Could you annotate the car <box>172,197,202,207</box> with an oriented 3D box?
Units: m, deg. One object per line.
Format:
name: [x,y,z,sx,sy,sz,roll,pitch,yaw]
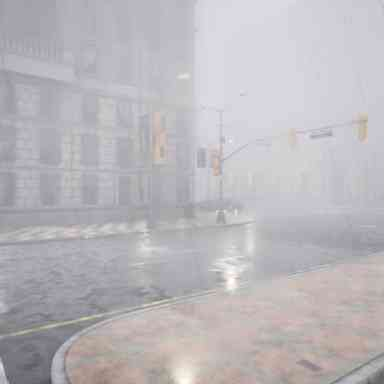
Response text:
car: [-0.828,1.547,52.610,2.033,1.411,5.357,0,0,-35]

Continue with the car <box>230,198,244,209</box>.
car: [4.859,1.505,44.665,1.837,1.490,4.892,0,0,-36]

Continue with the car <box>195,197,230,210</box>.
car: [2.298,1.564,42.232,1.994,1.385,4.181,0,0,-36]
